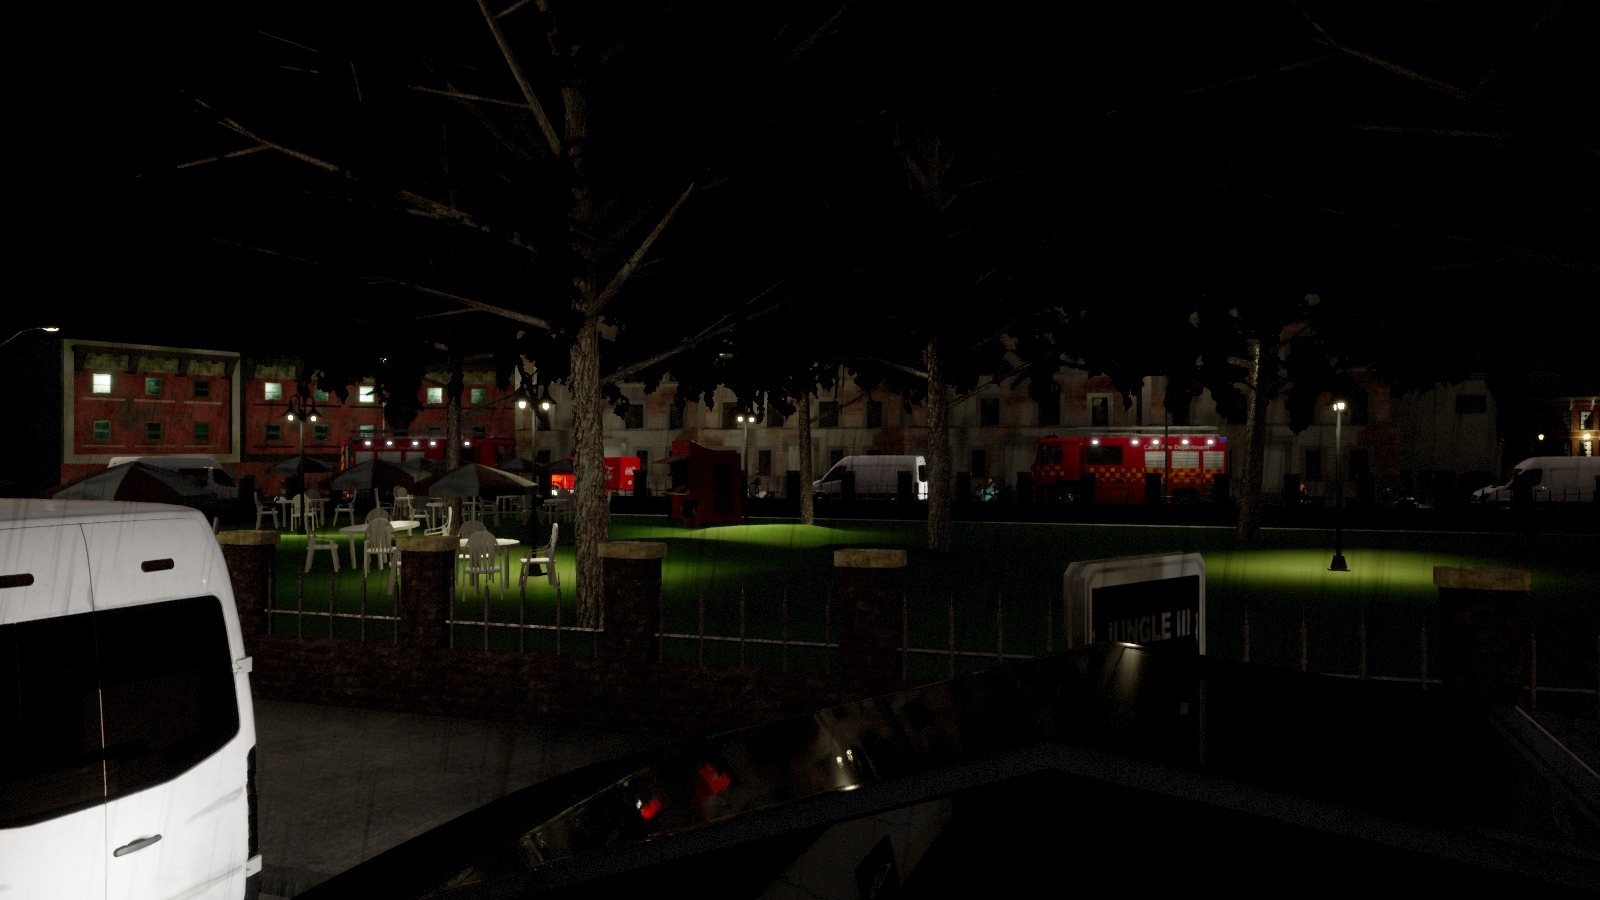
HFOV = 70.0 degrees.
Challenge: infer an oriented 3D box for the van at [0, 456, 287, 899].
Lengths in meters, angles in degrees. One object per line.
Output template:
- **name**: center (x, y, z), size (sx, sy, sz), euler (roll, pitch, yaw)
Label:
- **van**: center (-5.749, 1.318, 5.932), size (5.915, 2.561, 1.988), euler (0, 0, 20)

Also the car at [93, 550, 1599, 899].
- **car**: center (1.308, 1.534, 3.365), size (6.274, 2.098, 2.390), euler (0, 0, 20)
